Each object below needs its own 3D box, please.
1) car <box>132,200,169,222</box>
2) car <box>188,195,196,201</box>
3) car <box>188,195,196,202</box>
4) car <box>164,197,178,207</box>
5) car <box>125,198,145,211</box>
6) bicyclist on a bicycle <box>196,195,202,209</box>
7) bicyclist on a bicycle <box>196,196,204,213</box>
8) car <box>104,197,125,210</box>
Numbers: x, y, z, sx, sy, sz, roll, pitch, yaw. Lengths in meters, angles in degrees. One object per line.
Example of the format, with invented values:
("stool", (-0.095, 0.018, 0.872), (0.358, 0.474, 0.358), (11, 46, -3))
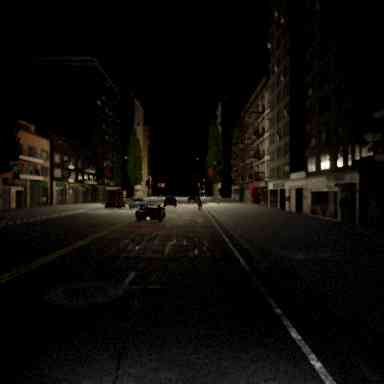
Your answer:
("car", (-3.144, 1.583, 26.175), (1.895, 1.301, 4.718), (0, 0, 0))
("car", (0.011, 1.432, 82.419), (1.812, 1.442, 4.674), (0, 0, 0))
("car", (0.010, 1.425, 71.870), (1.837, 1.490, 4.892), (0, 0, 0))
("car", (-3.142, 1.462, 48.823), (1.837, 1.490, 4.892), (0, 0, 0))
("car", (-6.575, 1.491, 41.115), (1.812, 1.442, 4.674), (0, 0, 0))
("bicyclist on a bicycle", (0.899, 1.334, 43.908), (0.659, 1.776, 1.843), (0, 0, 0))
("bicyclist on a bicycle", (0.877, 1.409, 35.764), (0.866, 1.612, 1.509), (0, 0, 0))
("car", (-9.821, 1.441, 42.721), (1.882, 1.535, 5.008), (0, 0, 0))
